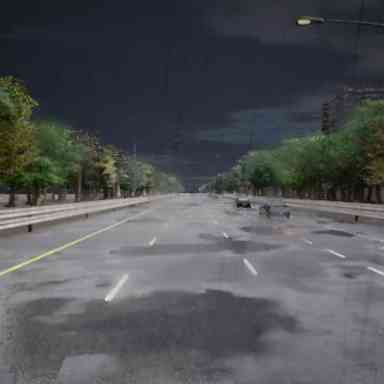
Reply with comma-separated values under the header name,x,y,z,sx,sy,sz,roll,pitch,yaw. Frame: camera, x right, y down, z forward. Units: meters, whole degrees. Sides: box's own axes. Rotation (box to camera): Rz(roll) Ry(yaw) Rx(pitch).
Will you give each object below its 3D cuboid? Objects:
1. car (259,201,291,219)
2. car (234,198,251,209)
name,x,y,z,sx,sy,sz,roll,pitch,yaw
car,6.998,1.499,28.569,2.128,1.511,4.902,0,0,0
car,7.023,1.523,46.899,1.882,1.535,5.008,0,0,0
